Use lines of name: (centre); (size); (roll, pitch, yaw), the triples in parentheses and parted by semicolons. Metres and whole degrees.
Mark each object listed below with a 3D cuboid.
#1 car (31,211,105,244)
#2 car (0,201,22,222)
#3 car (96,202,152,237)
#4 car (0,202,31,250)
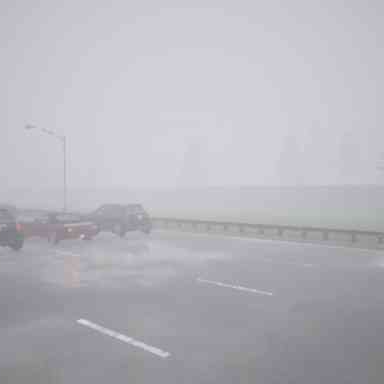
car: (-6.606, 1.656, 16.103); (4.718, 1.301, 1.895); (0, 0, 38)
car: (-16.471, 1.601, 28.181); (4.892, 1.490, 1.837); (0, 0, 38)
car: (-4.441, 1.417, 18.855); (4.553, 1.767, 2.097); (0, 0, 38)
car: (-8.731, 1.394, 13.324); (4.553, 1.767, 2.097); (0, 0, 38)
